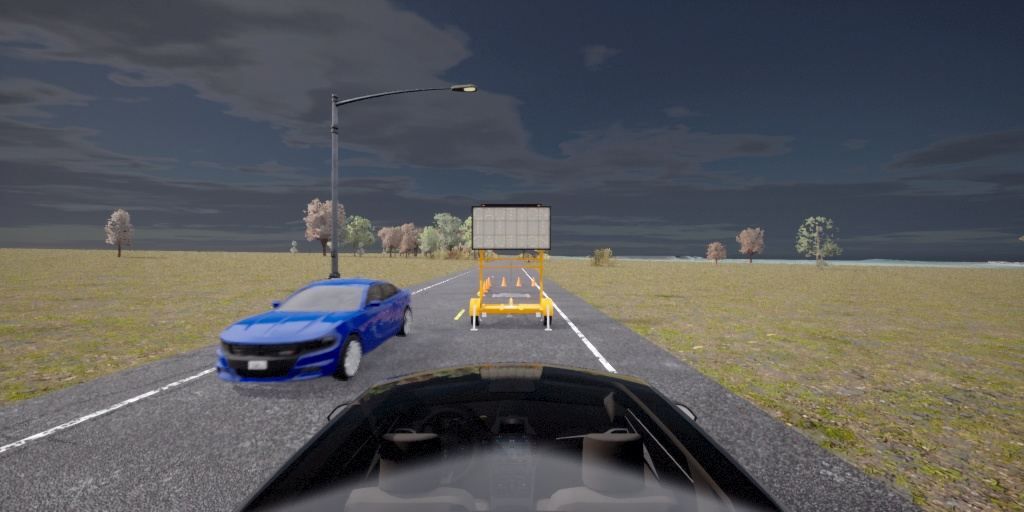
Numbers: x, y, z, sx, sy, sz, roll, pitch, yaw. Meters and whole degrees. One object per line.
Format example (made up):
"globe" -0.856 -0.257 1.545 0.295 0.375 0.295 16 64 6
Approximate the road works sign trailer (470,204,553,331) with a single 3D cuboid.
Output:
"road works sign trailer" -0.023 0.215 11.023 2.380 3.560 2.880 0 0 0

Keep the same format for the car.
"car" -3.514 1.228 7.443 1.882 1.535 5.008 0 0 0
